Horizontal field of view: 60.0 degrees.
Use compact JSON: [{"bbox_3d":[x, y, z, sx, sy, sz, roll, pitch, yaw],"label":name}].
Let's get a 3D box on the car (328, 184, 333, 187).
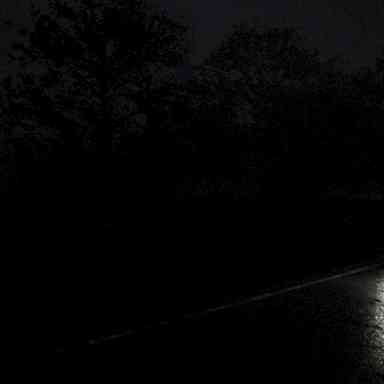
[{"bbox_3d":[31.981,-1.768,80.032,4.181,1.385,1.994,-7,4,-36],"label":"car"}]
